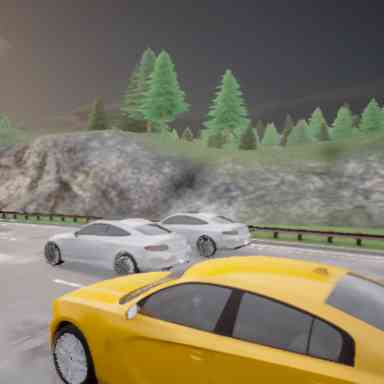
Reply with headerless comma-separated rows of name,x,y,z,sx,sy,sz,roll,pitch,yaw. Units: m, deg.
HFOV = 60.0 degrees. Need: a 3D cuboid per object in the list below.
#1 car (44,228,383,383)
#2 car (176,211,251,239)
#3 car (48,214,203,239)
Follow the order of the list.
car,0.499,1.451,3.538,5.008,1.535,1.882,1,1,35
car,-0.147,1.428,12.322,4.674,1.442,1.812,0,1,32
car,-2.224,1.444,9.505,4.674,1.442,1.812,0,1,32
